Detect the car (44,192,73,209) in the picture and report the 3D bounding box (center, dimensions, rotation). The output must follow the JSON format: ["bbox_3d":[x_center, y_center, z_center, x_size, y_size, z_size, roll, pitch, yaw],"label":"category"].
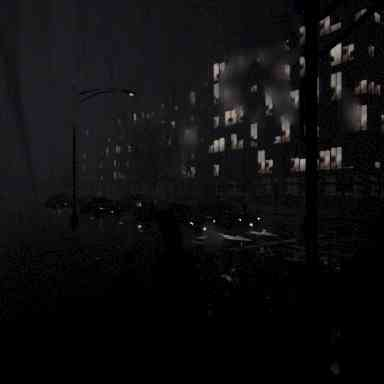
[{"bbox_3d":[-13.243,0.946,33.193,1.994,1.385,4.181,0,1,-38],"label":"car"}]

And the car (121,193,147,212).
[{"bbox_3d":[-4.613,0.910,27.468,2.097,1.767,4.553,0,1,-38],"label":"car"}]

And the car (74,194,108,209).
[{"bbox_3d":[-10.810,0.975,35.360,1.895,1.301,4.718,0,1,-38],"label":"car"}]

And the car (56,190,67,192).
[{"bbox_3d":[-25.406,0.298,64.823,1.812,1.442,4.674,0,1,-38],"label":"car"}]

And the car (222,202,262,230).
[{"bbox_3d":[1.576,1.288,19.667,2.033,1.411,5.357,0,1,-36],"label":"car"}]

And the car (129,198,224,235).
[{"bbox_3d":[-1.030,1.291,17.668,2.033,1.411,5.357,0,1,-38],"label":"car"}]

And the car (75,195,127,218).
[{"bbox_3d":[-7.043,1.091,25.294,1.812,1.442,4.674,0,1,-38],"label":"car"}]
